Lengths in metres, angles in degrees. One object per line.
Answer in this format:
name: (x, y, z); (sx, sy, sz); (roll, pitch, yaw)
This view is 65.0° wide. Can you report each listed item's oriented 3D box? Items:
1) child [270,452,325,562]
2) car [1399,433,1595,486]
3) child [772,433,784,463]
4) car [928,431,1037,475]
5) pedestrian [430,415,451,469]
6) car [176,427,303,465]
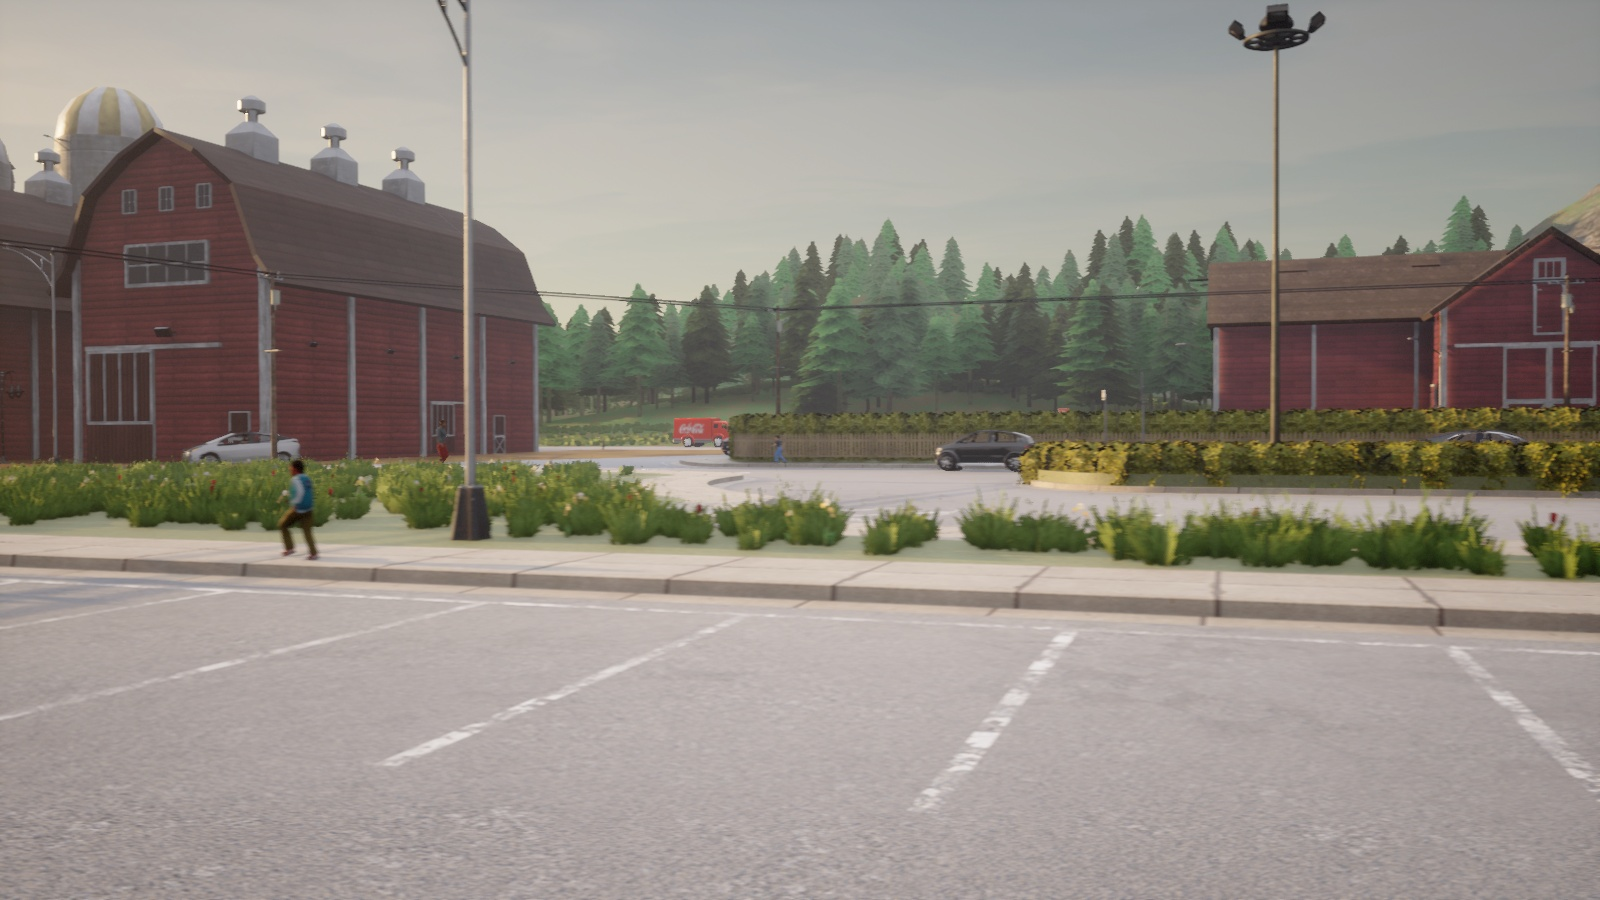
child: (-5.569, 0.618, 13.917); (0.448, 1.192, 0.343); (1, 1, 18)
car: (20.996, 0.252, 38.084); (4.902, 1.511, 2.128); (1, 1, 19)
child: (-0.920, -0.089, 52.894); (0.437, 1.263, 0.270); (0, 1, 14)
car: (6.808, 0.082, 46.763); (3.705, 1.549, 1.789); (1, 1, 19)
pedestrian: (-12.472, -0.275, 43.594); (0.614, 1.847, 0.353); (0, 1, 13)
car: (-23.396, -0.204, 52.483); (4.514, 1.525, 2.007); (-1, 1, -35)
